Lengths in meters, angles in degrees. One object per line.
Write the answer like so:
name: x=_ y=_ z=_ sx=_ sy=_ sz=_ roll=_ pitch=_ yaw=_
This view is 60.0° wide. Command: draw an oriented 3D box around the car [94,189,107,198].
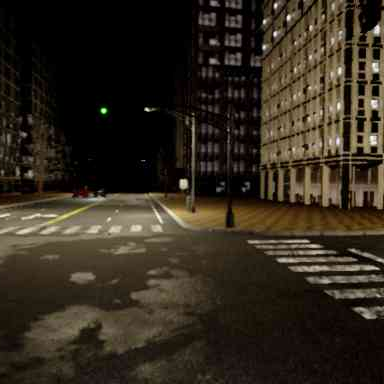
car: x=-15.866 y=0.229 z=57.690 sx=2.128 sy=1.511 sz=4.902 roll=0 pitch=1 yaw=-9

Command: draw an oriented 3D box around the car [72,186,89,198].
car: x=-19.072 y=-0.049 z=57.157 sx=2.150 sy=2.045 sz=5.566 roll=0 pitch=1 yaw=-9
